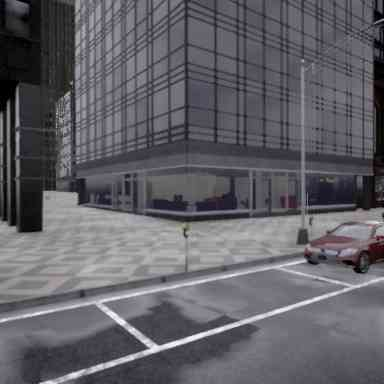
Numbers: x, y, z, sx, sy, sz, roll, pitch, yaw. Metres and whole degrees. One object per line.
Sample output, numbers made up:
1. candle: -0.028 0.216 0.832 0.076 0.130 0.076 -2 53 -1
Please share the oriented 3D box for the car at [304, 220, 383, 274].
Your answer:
1. car: 5.325 1.577 10.453 4.206 1.307 1.802 0 0 -36
